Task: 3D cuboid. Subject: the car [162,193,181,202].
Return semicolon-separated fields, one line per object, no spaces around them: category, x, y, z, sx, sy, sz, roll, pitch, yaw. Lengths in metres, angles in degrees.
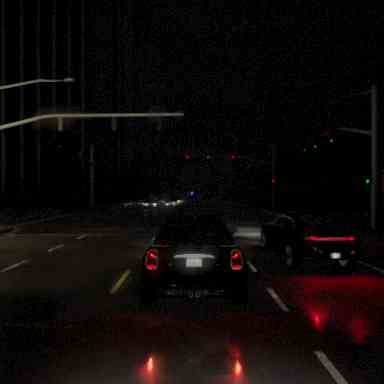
car;-3.565;1.180;57.555;2.033;1.411;5.357;0;0;1

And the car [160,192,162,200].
car;-7.012;0.888;73.232;2.097;1.767;4.553;0;0;0

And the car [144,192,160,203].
car;-7.062;1.157;57.712;1.812;1.442;4.674;0;0;0

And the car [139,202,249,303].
car;0.056;1.299;8.208;2.097;1.767;4.553;0;0;0

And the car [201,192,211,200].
car;3.488;1.023;77.645;1.812;1.442;4.674;0;0;0

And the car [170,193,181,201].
car;-3.512;1.059;73.057;2.128;1.511;4.902;0;0;0

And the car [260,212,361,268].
car;3.617;1.420;11.013;2.128;1.511;4.902;0;0;-2

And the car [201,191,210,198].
car;3.486;0.656;87.722;2.097;1.767;4.553;0;0;0

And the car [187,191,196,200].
car;-0.012;1.095;77.743;1.895;1.301;4.718;0;0;0
